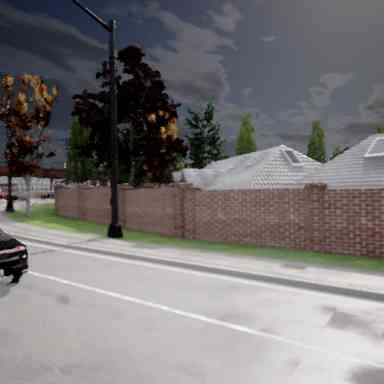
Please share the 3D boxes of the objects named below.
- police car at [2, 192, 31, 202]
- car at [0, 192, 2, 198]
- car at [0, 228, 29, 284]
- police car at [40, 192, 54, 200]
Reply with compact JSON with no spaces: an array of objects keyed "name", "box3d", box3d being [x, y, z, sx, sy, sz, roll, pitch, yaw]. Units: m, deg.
[{"name":"police car","box3d":[-31.560,0.974,60.787,1.930,1.638,5.238,-1,1,8]},{"name":"car","box3d":[-37.147,0.716,63.702,1.882,1.535,5.008,-1,1,9]},{"name":"car","box3d":[-5.994,1.477,8.287,4.902,1.511,2.128,0,0,36]},{"name":"police car","box3d":[-29.799,0.847,70.225,1.930,1.638,5.238,-1,1,13]}]
